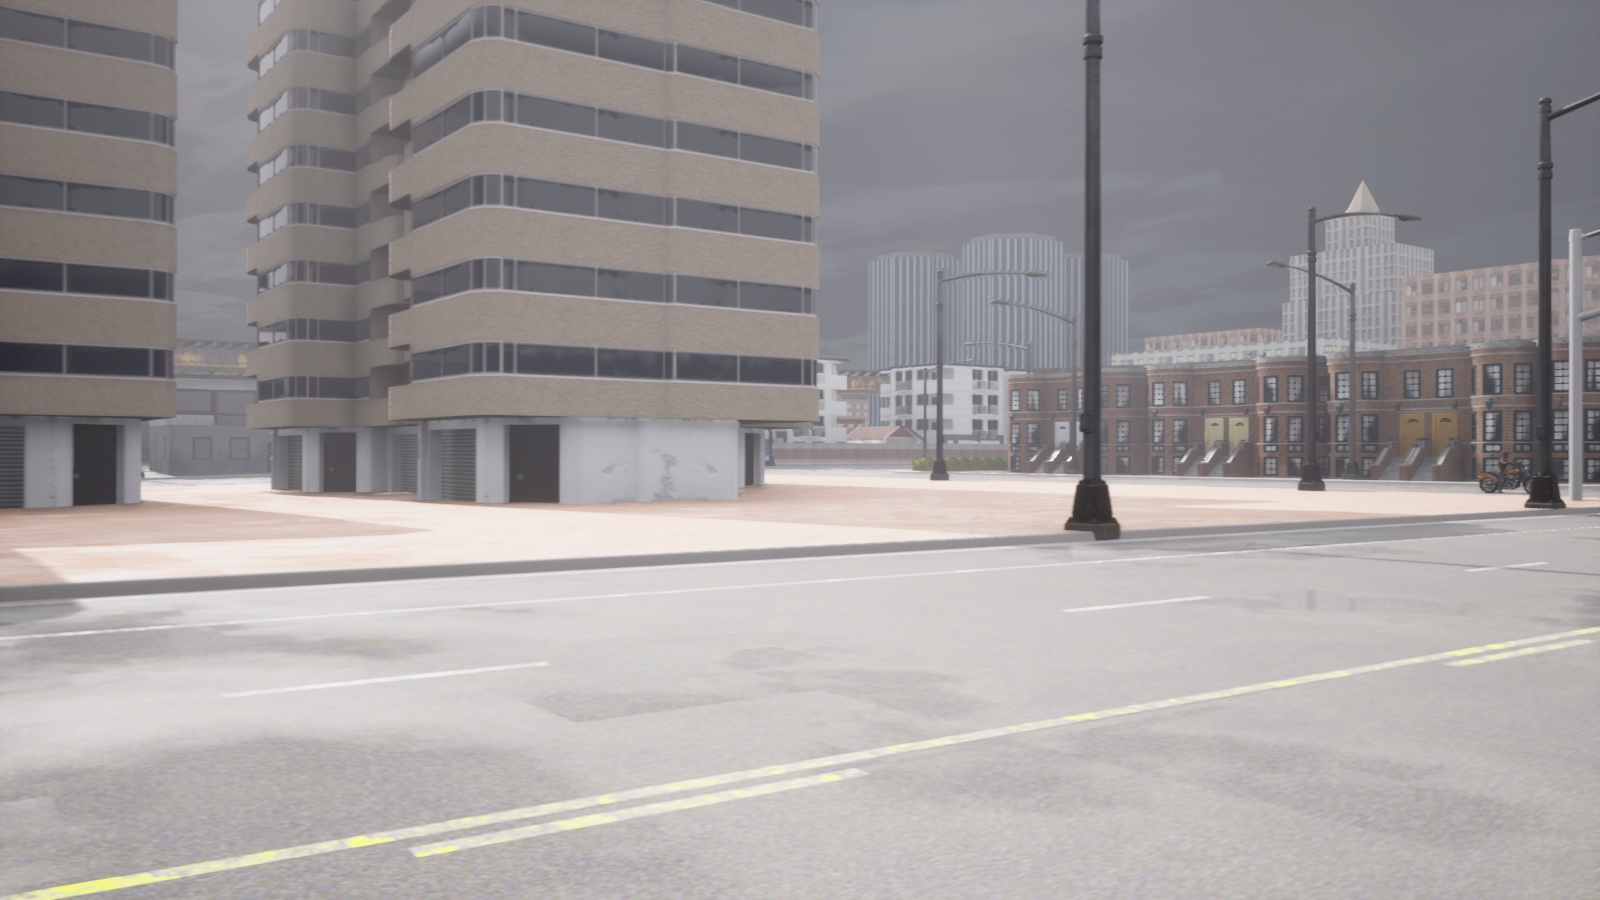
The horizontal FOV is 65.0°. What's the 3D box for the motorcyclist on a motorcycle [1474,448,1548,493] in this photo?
[{"bbox_3d":[26.916,0.755,47.582,0.766,1.649,2.350,0,0,-35],"label":"motorcyclist on a motorcycle"}]
